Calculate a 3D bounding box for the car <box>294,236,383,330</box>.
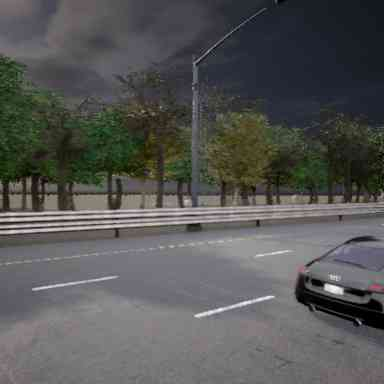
[{"bbox_3d":[4.001,1.608,6.717,4.181,1.385,1.994,0,0,-35],"label":"car"}]
